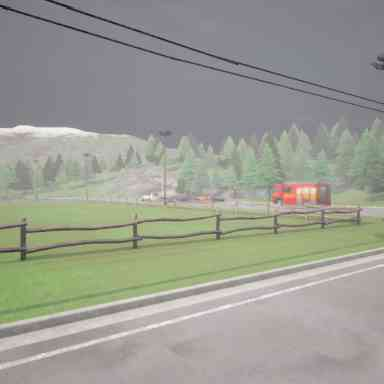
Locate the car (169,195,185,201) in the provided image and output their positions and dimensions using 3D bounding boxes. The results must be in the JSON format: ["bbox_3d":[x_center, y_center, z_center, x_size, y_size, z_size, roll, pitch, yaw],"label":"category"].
[{"bbox_3d":[-3.627,1.496,79.362,1.994,1.385,4.181,0,0,-35],"label":"car"}]

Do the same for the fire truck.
[{"bbox_3d":[15.369,0.339,47.555,2.891,3.827,8.468,0,0,-30],"label":"fire truck"}]

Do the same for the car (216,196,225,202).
[{"bbox_3d":[5.086,1.595,73.078,1.895,1.301,4.718,0,0,-35],"label":"car"}]

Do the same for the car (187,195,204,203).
[{"bbox_3d":[-0.457,1.547,68.793,2.033,1.411,5.357,0,0,-35],"label":"car"}]

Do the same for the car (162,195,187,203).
[{"bbox_3d":[-3.552,1.564,67.109,1.994,1.385,4.181,0,0,-35],"label":"car"}]

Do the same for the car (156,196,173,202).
[{"bbox_3d":[-6.505,1.541,77.370,1.895,1.301,4.718,0,0,-35],"label":"car"}]

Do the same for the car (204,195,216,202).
[{"bbox_3d":[2.305,1.355,70.949,2.097,1.767,4.553,0,0,-35],"label":"car"}]

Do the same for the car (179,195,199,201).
[{"bbox_3d":[-0.766,1.483,81.379,2.033,1.411,5.357,0,0,-35],"label":"car"}]

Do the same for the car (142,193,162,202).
[{"bbox_3d":[-9.366,1.174,75.354,2.150,2.045,5.566,0,0,-35],"label":"car"}]
